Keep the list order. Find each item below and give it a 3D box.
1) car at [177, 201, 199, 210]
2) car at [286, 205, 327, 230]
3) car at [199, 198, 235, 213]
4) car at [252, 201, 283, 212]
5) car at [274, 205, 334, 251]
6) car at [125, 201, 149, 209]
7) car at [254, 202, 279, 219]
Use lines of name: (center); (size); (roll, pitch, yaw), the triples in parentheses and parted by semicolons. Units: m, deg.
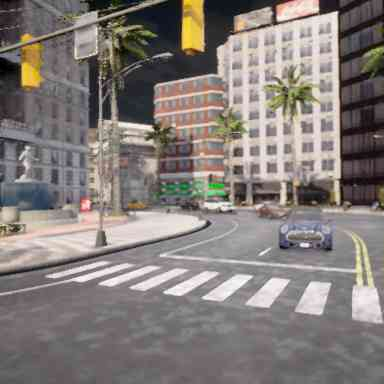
car: (-0.593, 2.387, 58.361); (1.837, 1.490, 4.892); (0, -2, -44)
car: (8.073, 1.744, 23.961); (1.882, 1.535, 5.008); (-1, -1, 8)
car: (3.740, 1.893, 47.278); (2.150, 2.045, 5.566); (0, -1, -30)
car: (10.901, 2.122, 48.384); (1.812, 1.442, 4.674); (0, -1, -27)
car: (5.277, 1.521, 15.194); (2.097, 1.767, 4.553); (-1, -1, 22)
car: (-11.003, 2.608, 66.275); (5.008, 1.535, 1.882); (-1, -1, 27)
car: (8.197, 1.941, 34.029); (1.812, 1.442, 4.674); (-1, -1, -9)
